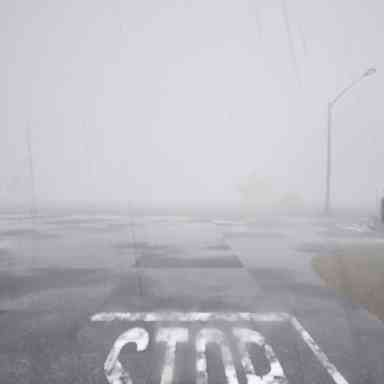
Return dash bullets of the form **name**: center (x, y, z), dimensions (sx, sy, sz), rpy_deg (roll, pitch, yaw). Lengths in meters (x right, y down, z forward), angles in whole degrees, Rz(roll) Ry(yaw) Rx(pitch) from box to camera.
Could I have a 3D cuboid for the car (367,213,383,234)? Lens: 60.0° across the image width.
- **car**: center (12.101, 1.601, 17.799), dimensions (5.008, 1.535, 1.882), rpy_deg (1, 1, 0)
